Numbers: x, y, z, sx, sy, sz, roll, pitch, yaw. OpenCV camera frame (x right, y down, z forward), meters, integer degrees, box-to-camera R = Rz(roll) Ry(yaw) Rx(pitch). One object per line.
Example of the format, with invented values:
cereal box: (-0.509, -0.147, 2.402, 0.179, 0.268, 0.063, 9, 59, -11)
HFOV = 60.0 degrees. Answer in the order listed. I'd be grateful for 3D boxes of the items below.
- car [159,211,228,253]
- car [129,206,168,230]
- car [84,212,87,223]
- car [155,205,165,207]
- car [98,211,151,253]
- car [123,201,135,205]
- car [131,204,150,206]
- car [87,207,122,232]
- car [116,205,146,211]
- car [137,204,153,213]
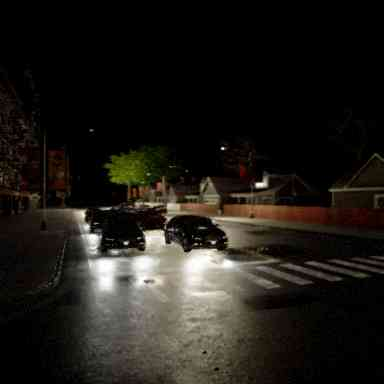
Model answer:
car: (0.051, 1.883, 15.919, 1.837, 1.490, 4.892, 0, -1, -20)
car: (-3.113, 2.089, 24.750, 1.882, 1.535, 5.008, 0, -1, -19)
car: (-10.289, 2.418, 35.221, 1.837, 1.490, 4.892, 0, -1, -20)
car: (-4.970, 2.716, 49.882, 1.837, 1.490, 4.892, 0, -1, -20)
car: (-3.388, 1.911, 15.922, 1.837, 1.490, 4.892, 0, -1, -17)
car: (-10.737, 2.619, 56.079, 2.150, 2.045, 5.566, 0, -1, -20)
car: (-7.262, 2.750, 46.419, 1.895, 1.301, 4.718, 0, -1, -19)
car: (-6.803, 2.161, 25.426, 1.837, 1.490, 4.892, 0, -1, -20)
car: (-6.311, 2.339, 33.737, 2.128, 1.511, 4.902, 0, -1, -19)
car: (-8.466, 2.940, 59.650, 1.882, 1.535, 5.008, 0, -1, -20)
